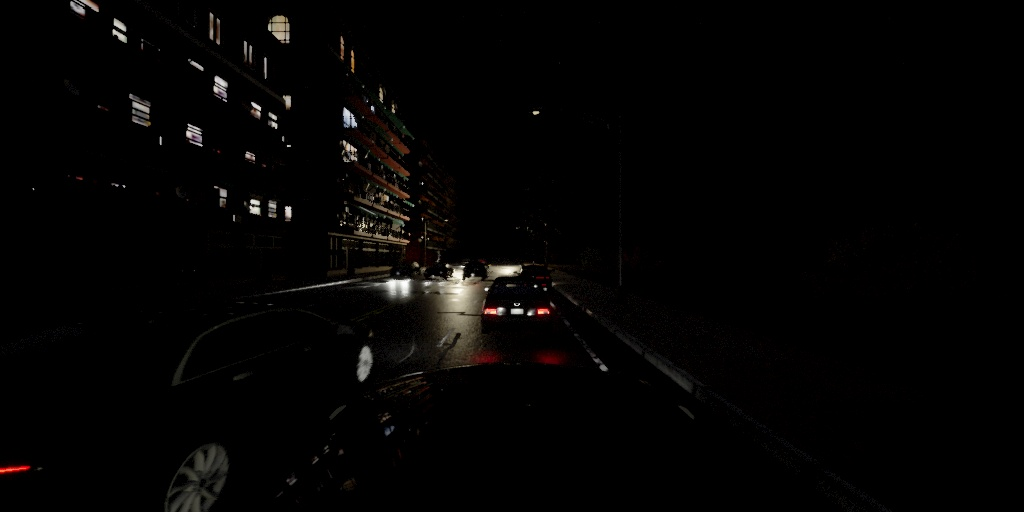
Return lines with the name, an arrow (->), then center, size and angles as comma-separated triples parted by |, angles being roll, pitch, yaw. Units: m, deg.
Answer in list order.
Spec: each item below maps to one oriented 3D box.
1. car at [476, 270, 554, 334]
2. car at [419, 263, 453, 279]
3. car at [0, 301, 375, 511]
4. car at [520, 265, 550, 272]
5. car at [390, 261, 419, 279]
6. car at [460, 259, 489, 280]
car -> 0.116, 1.299, 10.608 | 2.033, 1.411, 5.357 | 0, 0, 0
car -> -6.545, 1.299, 32.481 | 2.033, 1.411, 5.357 | 0, 0, 0
car -> -3.150, 1.253, 3.984 | 1.837, 1.490, 4.892 | 0, -1, 0
car -> 1.169, 1.257, 20.296 | 1.837, 1.490, 4.892 | 0, 0, 0
car -> -9.795, 1.243, 33.279 | 2.128, 1.511, 4.902 | 0, 0, 0
car -> -3.100, 1.256, 30.727 | 1.837, 1.490, 4.892 | 0, 0, 0
